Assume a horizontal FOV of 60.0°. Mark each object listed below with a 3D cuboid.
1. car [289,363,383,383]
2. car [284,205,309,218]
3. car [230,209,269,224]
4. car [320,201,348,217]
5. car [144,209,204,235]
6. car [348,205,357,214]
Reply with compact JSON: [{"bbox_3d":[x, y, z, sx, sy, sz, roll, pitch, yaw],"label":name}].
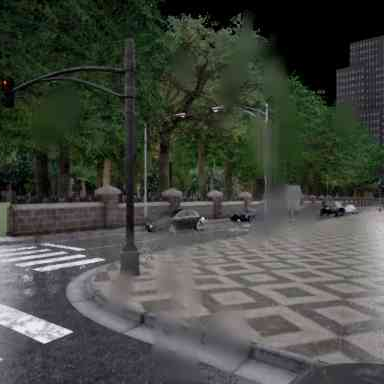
[{"bbox_3d":[2.373,1.551,1.264,4.403,1.369,2.008,0,0,36],"label":"car"},{"bbox_3d":[13.298,2.378,42.048,1.882,1.535,5.008,0,-1,36],"label":"car"},{"bbox_3d":[5.385,2.213,30.966,1.895,1.301,4.718,0,-1,35],"label":"car"},{"bbox_3d":[18.733,2.224,44.256,2.150,2.045,5.566,0,-1,36],"label":"car"},{"bbox_3d":[-1.048,1.889,21.902,1.837,1.490,4.892,0,-2,36],"label":"car"},{"bbox_3d":[25.281,2.770,53.478,1.812,1.442,4.674,0,-1,35],"label":"car"}]
